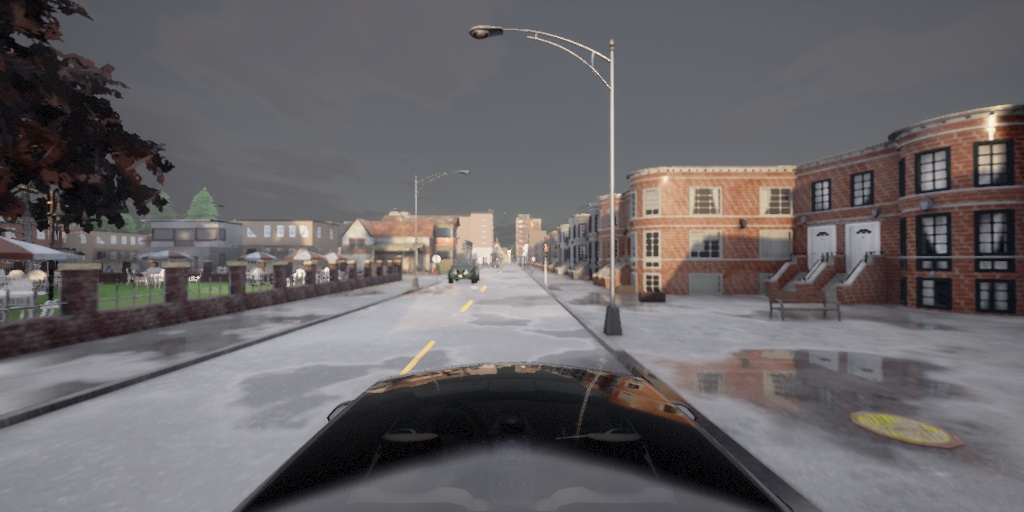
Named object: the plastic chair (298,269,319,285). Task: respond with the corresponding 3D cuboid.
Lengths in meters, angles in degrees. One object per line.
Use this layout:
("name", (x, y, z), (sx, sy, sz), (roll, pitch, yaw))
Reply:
("plastic chair", (-12.912, 1.486, 22.771), (0.750, 1.272, 0.730), (0, 0, -40))

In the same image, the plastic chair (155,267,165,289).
("plastic chair", (-21.572, 1.411, 22.404), (0.750, 1.272, 0.730), (0, 0, -42))

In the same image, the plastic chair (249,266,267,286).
("plastic chair", (-18.581, 1.545, 26.249), (0.750, 1.272, 0.730), (0, 0, -40))

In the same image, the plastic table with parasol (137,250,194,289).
("plastic table with parasol", (-22.286, 0.877, 23.285), (2.482, 2.480, 2.482), (0, 0, -42))

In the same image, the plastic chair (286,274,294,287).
("plastic chair", (-14.646, 1.478, 23.045), (0.730, 1.272, 0.750), (0, 0, -40))

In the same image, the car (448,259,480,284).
("car", (-4.008, 1.244, 30.597), (2.150, 2.045, 5.566), (0, -1, 0))

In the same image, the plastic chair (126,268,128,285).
("plastic chair", (-28.756, 1.552, 27.251), (0.730, 1.272, 0.750), (0, 0, -40))

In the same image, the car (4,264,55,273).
("car", (-50.783, 1.606, 37.970), (4.892, 1.490, 1.837), (0, -1, 0))

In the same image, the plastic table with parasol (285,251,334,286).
("plastic table with parasol", (-13.649, 0.910, 23.778), (2.482, 2.480, 2.482), (0, 0, -40))

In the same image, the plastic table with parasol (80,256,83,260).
("plastic table with parasol", (-26.081, 0.793, 20.019), (2.482, 2.480, 2.482), (0, 0, -39))

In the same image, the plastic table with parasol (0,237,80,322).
("plastic table with parasol", (-14.051, 0.706, 9.690), (2.482, 2.480, 2.482), (0, 0, -38))

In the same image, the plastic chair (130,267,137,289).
("plastic chair", (-23.268, 1.491, 22.529), (0.730, 1.272, 0.750), (0, 0, -40))

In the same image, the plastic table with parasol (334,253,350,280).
("plastic table with parasol", (-14.087, 0.988, 28.267), (2.482, 2.480, 2.482), (0, 0, -40))

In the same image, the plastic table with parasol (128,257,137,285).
("plastic table with parasol", (-27.759, 0.933, 27.984), (2.482, 2.480, 2.482), (0, 0, -40))

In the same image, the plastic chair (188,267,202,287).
("plastic chair", (-21.245, 1.498, 24.017), (0.730, 1.272, 0.750), (0, 0, -40))

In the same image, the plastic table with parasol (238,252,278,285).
("plastic table with parasol", (-19.318, 0.948, 27.270), (2.482, 2.480, 2.482), (0, 0, -40))

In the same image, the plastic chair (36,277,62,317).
("plastic chair", (-13.065, 1.351, 10.413), (0.730, 1.272, 0.750), (0, 0, -40))

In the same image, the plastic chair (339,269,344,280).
("plastic chair", (-13.350, 1.581, 27.247), (0.750, 1.272, 0.730), (0, 0, -40))
